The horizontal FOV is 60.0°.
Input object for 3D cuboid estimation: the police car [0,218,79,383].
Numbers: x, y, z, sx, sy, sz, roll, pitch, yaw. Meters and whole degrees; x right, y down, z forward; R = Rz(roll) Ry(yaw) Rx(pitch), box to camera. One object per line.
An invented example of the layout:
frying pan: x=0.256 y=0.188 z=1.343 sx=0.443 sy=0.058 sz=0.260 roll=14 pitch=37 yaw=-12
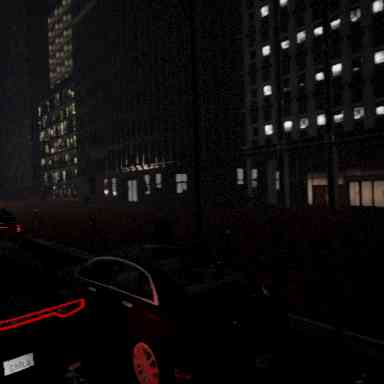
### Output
police car: x=-3.430 y=1.417 z=4.956 sx=1.930 sy=1.638 sz=5.238 roll=-3 pitch=1 yaw=-44

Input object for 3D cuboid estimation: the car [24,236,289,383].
car: x=-0.735 y=1.472 z=4.979 sx=2.008 sy=1.369 sz=4.403 roll=-1 pitch=1 yaw=-42

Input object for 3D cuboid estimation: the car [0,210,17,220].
car: x=-8.181 y=1.414 z=13.265 sx=1.967 sy=1.590 sz=4.097 roll=-1 pitch=1 yaw=-42
